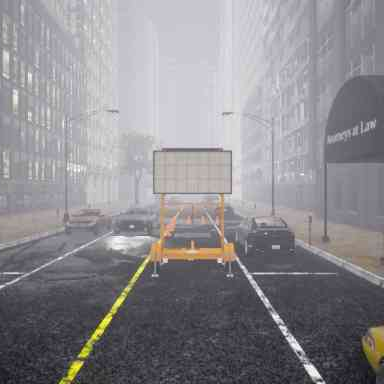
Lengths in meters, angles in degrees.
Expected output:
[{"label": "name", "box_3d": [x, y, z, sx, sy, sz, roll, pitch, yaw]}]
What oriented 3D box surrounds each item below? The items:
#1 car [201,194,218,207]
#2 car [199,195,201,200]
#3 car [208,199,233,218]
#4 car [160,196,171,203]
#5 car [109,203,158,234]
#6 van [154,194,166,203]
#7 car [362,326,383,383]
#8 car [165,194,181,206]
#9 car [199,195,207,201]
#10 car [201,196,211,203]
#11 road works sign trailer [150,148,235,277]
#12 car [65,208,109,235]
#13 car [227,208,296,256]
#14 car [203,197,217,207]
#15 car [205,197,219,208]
[{"label": "car", "box_3d": [2.786, 1.299, 47.124, 2.192, 1.841, 5.009, 0, 0, 0]}, {"label": "car", "box_3d": [2.810, 1.289, 58.521, 2.192, 1.841, 5.009, 0, 0, 0]}, {"label": "car", "box_3d": [2.749, 1.559, 30.030, 1.947, 1.339, 4.313, 0, 0, 0]}, {"label": "car", "box_3d": [-5.544, 1.514, 69.938, 2.008, 1.369, 4.403, 0, 0, 0]}, {"label": "car", "box_3d": [-3.061, 1.561, 18.845, 1.994, 1.385, 4.181, 0, 0, 0]}, {"label": "van", "box_3d": [-5.570, 1.315, 58.544, 1.690, 1.788, 3.998, 0, 0, 0]}, {"label": "car", "box_3d": [2.687, 1.525, 1.711, 1.752, 1.417, 4.829, 0, 0, 0]}, {"label": "car", "box_3d": [-2.884, 1.483, 54.280, 1.837, 1.490, 4.892, 0, 0, 0]}, {"label": "car", "box_3d": [2.875, 1.466, 87.183, 1.752, 1.417, 4.829, 0, 0, 0]}, {"label": "car", "box_3d": [2.836, 1.508, 69.917, 1.887, 1.381, 4.507, 0, 0, 0]}, {"label": "road works sign trailer", "box_3d": [0.019, 0.463, 10.228, 2.380, 3.560, 2.880, 0, 0, 0]}, {"label": "car", "box_3d": [-5.656, 1.579, 18.658, 1.802, 1.307, 4.206, 0, 0, 0]}, {"label": "car", "box_3d": [2.712, 1.549, 12.935, 2.008, 1.369, 4.403, 0, 0, 0]}, {"label": "car", "box_3d": [2.799, 1.524, 52.822, 1.887, 1.381, 4.507, 0, 0, 0]}, {"label": "car", "box_3d": [2.762, 1.535, 35.728, 1.887, 1.381, 4.507, 0, 0, 0]}]
